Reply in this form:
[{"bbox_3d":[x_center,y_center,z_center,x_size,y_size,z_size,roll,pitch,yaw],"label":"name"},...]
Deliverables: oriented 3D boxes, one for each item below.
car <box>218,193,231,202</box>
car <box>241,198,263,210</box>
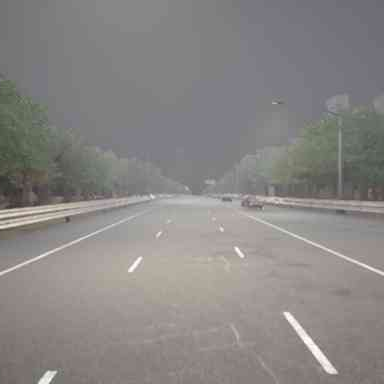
[{"bbox_3d":[7.017,1.299,68.859,1.882,1.535,5.008,0,0,0],"label":"car"},{"bbox_3d":[7.577,1.442,42.345,2.033,1.411,5.357,0,0,-3],"label":"car"}]
